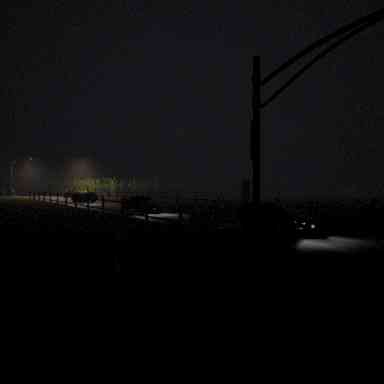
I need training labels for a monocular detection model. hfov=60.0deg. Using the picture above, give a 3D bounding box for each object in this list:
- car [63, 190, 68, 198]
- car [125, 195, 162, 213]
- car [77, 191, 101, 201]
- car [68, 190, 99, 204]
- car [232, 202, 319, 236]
[{"bbox_3d":[-22.528,0.355,62.022,1.882,1.535,5.008,0,1,-35],"label":"car"},{"bbox_3d":[-4.389,1.046,29.471,1.812,1.442,4.674,0,1,-35],"label":"car"},{"bbox_3d":[-16.662,0.602,53.592,2.033,1.411,5.357,0,1,-35],"label":"car"},{"bbox_3d":[-14.192,0.759,43.585,2.033,1.411,5.357,0,1,-35],"label":"car"},{"bbox_3d":[4.155,1.299,17.187,1.837,1.490,4.892,0,1,-35],"label":"car"}]
